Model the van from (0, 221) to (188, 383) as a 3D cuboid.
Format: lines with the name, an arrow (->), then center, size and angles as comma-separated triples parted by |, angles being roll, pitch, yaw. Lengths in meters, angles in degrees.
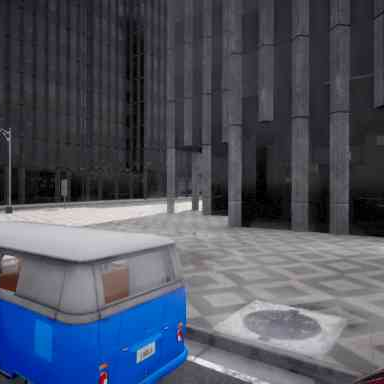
van -> -1.957, 1.341, 4.357 | 3.998, 1.788, 1.690 | 0, 0, 35

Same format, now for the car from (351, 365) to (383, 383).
car -> 2.543, 1.440, 1.153 | 4.097, 1.590, 1.967 | 0, 0, 35
